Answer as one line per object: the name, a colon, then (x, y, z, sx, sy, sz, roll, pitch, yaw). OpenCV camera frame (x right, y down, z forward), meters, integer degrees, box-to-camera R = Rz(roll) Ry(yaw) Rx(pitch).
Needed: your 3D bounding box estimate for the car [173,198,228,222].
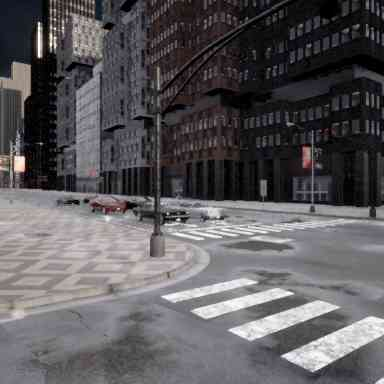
car: (0.485, 1.350, 24.113, 1.895, 1.301, 4.718, 0, 1, -36)

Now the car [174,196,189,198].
car: (-1.410, 1.163, 38.211, 1.895, 1.301, 4.718, 0, 1, -36)

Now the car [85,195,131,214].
car: (-7.592, 1.100, 29.781, 1.882, 1.535, 5.008, 0, 1, -36)

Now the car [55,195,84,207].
car: (-14.955, 1.040, 40.040, 1.895, 1.301, 4.718, 0, 1, -36)

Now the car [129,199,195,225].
car: (-2.113, 1.355, 22.158, 1.895, 1.301, 4.718, 0, 1, -36)

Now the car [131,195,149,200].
car: (-4.996, 1.094, 31.741, 1.882, 1.535, 5.008, 0, 1, -36)
